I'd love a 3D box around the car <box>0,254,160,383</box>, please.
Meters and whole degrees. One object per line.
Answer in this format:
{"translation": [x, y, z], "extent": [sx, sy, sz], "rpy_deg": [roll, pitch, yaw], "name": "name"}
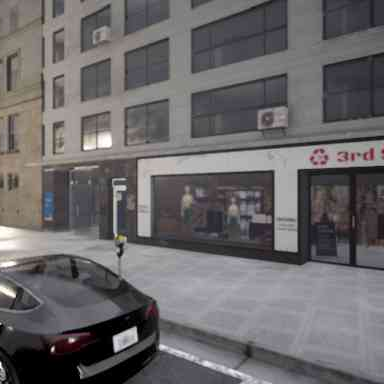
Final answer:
{"translation": [-2.379, 1.560, 4.668], "extent": [4.313, 1.339, 1.947], "rpy_deg": [0, 0, 36], "name": "car"}
